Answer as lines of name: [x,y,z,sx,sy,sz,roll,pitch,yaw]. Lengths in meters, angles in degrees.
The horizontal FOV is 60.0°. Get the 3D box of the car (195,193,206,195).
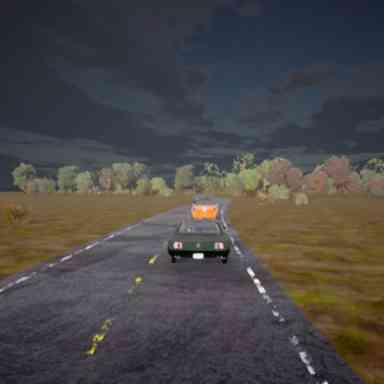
car: [1.420,1.275,59.179,2.150,2.045,5.566,0,0,9]

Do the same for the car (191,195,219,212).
car: [1.116,1.380,27.473,2.097,1.767,4.553,0,0,5]

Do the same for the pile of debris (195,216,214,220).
pile of debris: [1.101,2.204,28.220,1.500,0.140,1.860,0,0,4]

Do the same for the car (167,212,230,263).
car: [0.295,1.614,12.038,1.895,1.301,4.718,0,0,3]
